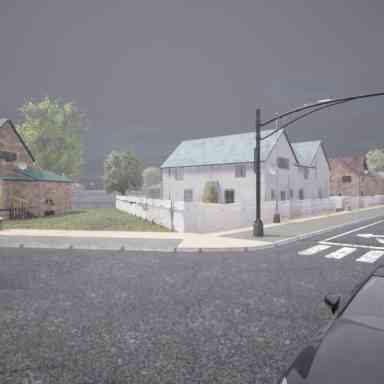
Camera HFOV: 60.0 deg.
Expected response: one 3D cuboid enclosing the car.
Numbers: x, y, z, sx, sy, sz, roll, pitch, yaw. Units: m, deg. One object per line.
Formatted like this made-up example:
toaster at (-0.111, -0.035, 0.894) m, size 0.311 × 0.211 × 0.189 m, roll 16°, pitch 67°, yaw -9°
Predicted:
car at (2.573, 1.525, 3.480) m, size 1.812 × 1.442 × 4.674 m, roll 0°, pitch 0°, yaw 42°
